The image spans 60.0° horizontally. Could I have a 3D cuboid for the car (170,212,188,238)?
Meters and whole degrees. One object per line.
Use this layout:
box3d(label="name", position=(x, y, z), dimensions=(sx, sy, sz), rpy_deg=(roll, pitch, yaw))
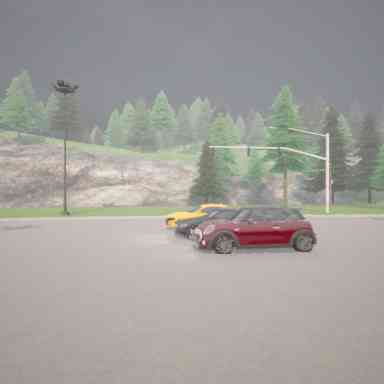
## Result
box3d(label="car", position=(1.486, 1.526, 16.294), dimensions=(4.674, 1.442, 1.812), rpy_deg=(0, 0, -9))

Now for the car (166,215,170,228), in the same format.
box3d(label="car", position=(0.964, 1.477, 19.766), dimensions=(5.008, 1.535, 1.882), rpy_deg=(0, 0, -9))

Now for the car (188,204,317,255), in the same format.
box3d(label="car", position=(2.353, 1.352, 12.894), dimensions=(4.553, 1.767, 2.097), rpy_deg=(0, 0, -9))
